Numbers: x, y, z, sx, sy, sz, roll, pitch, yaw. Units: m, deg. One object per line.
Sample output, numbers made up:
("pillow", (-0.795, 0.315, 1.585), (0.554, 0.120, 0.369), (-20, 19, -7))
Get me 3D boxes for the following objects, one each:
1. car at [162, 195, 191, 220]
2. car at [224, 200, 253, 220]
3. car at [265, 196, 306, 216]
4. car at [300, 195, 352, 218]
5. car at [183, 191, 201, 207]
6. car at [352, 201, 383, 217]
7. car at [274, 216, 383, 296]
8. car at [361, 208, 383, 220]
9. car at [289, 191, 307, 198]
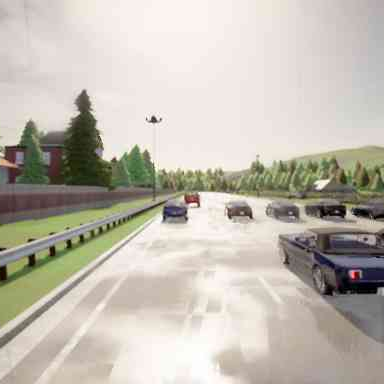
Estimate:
("car", (-1.220, 1.292, 25.893), (1.882, 1.535, 5.008), (0, 0, 0))
("car", (3.605, 1.336, 26.268), (1.812, 1.442, 4.674), (0, 0, 0))
("car", (7.105, 1.336, 26.282), (1.812, 1.442, 4.674), (0, 0, 0))
("car", (10.605, 1.284, 26.815), (1.882, 1.535, 5.008), (0, 0, 0))
("car", (0.020, 0.901, 44.875), (2.150, 2.045, 5.566), (0, 1, 0))
("car", (14.106, 1.378, 25.797), (1.994, 1.385, 4.181), (0, 0, 0))
("car", (3.601, 1.540, 8.397), (1.895, 1.301, 4.718), (0, 0, 0))
("car", (7.101, 1.424, 9.246), (2.128, 1.511, 4.902), (0, 0, 0))
("car", (22.935, 0.696, 71.994), (3.866, 1.878, 1.905), (0, 0, 0))
